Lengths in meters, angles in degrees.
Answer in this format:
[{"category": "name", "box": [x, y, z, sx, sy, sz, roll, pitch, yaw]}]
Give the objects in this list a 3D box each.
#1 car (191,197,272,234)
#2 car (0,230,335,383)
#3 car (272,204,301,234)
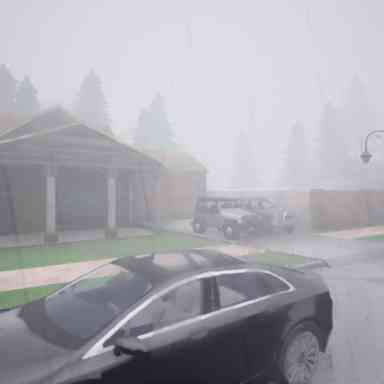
[{"category": "car", "box": [1.596, 1.176, 15.971, 1.905, 1.878, 3.866, 0, 0, -36]}, {"category": "car", "box": [-0.403, 1.491, 3.698, 4.902, 1.511, 2.128, 0, 0, -35]}, {"category": "car", "box": [3.415, 1.174, 17.749, 1.932, 1.855, 4.605, 0, 0, -36]}]
